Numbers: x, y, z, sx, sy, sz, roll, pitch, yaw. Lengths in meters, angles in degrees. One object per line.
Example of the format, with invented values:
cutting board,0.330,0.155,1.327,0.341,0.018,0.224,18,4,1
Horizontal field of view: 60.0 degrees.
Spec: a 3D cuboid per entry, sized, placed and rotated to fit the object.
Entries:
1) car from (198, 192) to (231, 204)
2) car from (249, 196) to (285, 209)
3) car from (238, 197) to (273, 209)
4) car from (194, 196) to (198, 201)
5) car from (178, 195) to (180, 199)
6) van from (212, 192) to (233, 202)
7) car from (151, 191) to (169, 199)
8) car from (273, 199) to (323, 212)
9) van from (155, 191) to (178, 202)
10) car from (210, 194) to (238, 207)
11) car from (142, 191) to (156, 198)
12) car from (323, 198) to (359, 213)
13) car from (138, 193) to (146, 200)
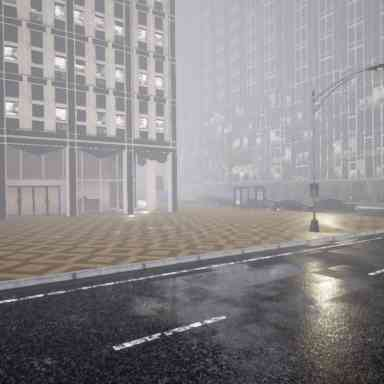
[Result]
car,3.727,1.205,51.362,2.033,1.411,5.357,-1,1,-34
car,9.614,1.316,42.785,1.994,1.385,4.181,-1,1,-35
car,8.043,1.387,40.321,1.802,1.307,4.206,0,1,-35
car,2.157,1.043,63.861,1.802,1.307,4.206,0,1,-35
car,-4.286,0.935,73.227,1.802,1.307,4.206,0,1,-35
van,5.377,0.855,59.175,1.690,1.788,3.998,0,1,-35
car,-7.507,0.614,77.906,2.192,1.841,5.009,0,1,-35
car,11.251,1.423,35.626,1.947,1.339,4.313,0,1,-35
van,-4.748,0.936,59.110,1.690,1.788,3.998,0,1,-35
car,4.871,1.319,45.036,1.947,1.339,4.313,0,1,-35
car,-10.729,0.685,82.590,1.967,1.590,4.097,0,1,-35
car,15.009,1.364,34.946,1.812,1.442,4.674,-1,1,-34
car,-11.191,1.039,68.478,2.008,1.369,4.403,0,1,-35
